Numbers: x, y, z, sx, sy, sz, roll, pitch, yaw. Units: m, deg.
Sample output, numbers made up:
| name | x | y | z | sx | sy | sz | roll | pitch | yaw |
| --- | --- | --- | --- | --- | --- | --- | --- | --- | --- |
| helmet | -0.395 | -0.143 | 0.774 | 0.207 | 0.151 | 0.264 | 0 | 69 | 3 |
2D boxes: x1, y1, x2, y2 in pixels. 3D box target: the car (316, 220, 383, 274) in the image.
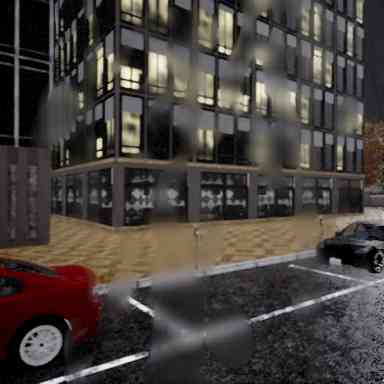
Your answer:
| name | x | y | z | sx | sy | sz | roll | pitch | yaw |
| --- | --- | --- | --- | --- | --- | --- | --- | --- | --- |
| car | 5.863 | 1.608 | 10.738 | 4.313 | 1.339 | 1.947 | 0 | 0 | -35 |

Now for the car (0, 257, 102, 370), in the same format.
| name | x | y | z | sx | sy | sz | roll | pitch | yaw |
| --- | --- | --- | --- | --- | --- | --- | --- | --- | --- |
| car | -3.423 | 1.542 | 4.118 | 4.507 | 1.381 | 1.887 | 0 | 0 | -35 |
